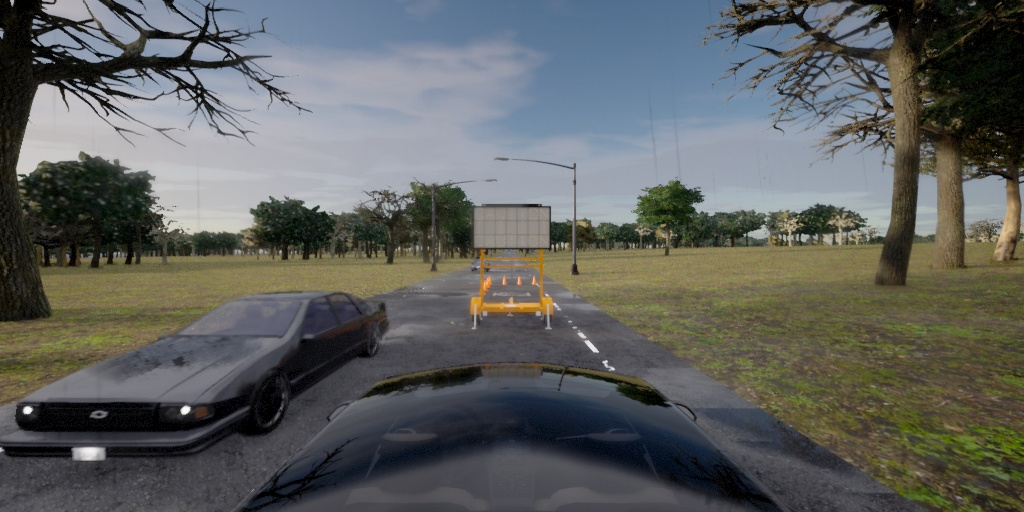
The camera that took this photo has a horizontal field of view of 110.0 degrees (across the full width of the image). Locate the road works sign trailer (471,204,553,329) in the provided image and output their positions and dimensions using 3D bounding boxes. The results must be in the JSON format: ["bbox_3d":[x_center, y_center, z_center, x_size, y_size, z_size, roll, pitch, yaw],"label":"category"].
[{"bbox_3d":[-0.005,0.197,11.128,2.380,3.560,2.880,0,0,0],"label":"road works sign trailer"}]

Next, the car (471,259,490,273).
[{"bbox_3d":[-3.519,1.075,40.461,2.128,1.511,4.902,0,0,0],"label":"car"}]

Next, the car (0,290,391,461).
[{"bbox_3d":[-3.602,1.293,5.712,2.033,1.411,5.357,0,0,0],"label":"car"}]
